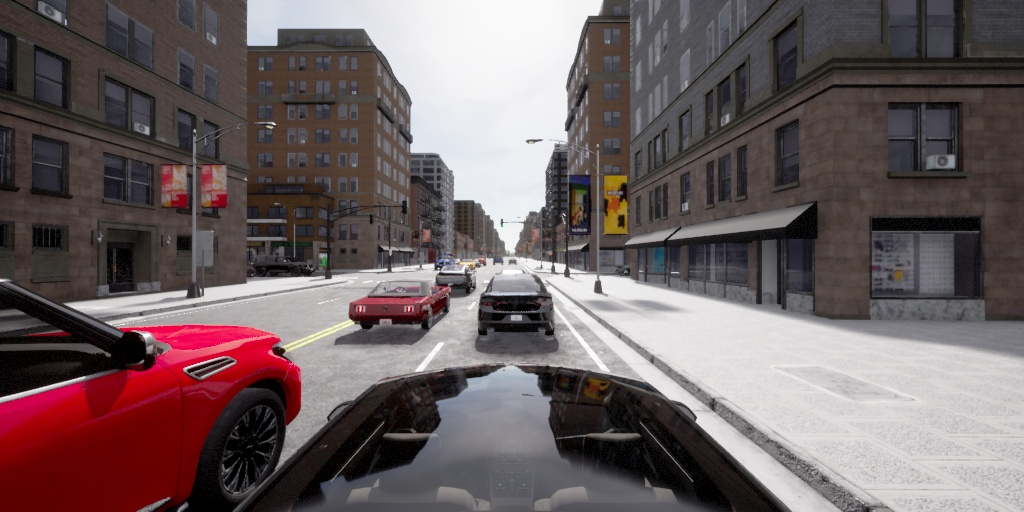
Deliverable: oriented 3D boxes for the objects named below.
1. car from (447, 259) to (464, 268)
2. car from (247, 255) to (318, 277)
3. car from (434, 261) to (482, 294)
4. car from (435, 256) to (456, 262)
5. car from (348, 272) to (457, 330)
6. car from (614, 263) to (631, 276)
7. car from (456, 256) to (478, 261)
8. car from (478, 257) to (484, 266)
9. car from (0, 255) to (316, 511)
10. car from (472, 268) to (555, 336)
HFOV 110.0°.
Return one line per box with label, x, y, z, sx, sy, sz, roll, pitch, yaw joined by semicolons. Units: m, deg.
car;-9.707;1.231;61.929;2.128;1.511;4.902;0;0;0
car;-22.125;0.963;34.740;5.566;2.045;2.150;0;0;0
car;-3.110;1.241;20.399;2.128;1.511;4.902;0;0;0
car;-9.744;0.965;52.117;2.150;2.045;5.566;0;0;0
car;-3.132;1.351;11.134;1.895;1.301;4.718;0;0;0
car;13.305;1.278;37.789;4.902;1.511;2.128;0;0;0
car;-6.500;1.221;52.495;1.882;1.535;5.008;0;0;0
car;-6.464;1.303;61.489;1.994;1.385;4.181;0;0;0
car;-3.149;0.972;1.150;2.150;2.045;5.566;0;0;0
car;0.111;1.227;10.478;1.882;1.535;5.008;0;0;0
